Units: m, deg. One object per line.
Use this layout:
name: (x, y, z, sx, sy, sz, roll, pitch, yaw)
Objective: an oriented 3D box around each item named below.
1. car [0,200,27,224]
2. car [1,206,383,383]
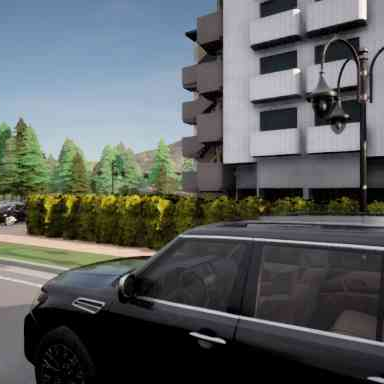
car: (-11.861, 1.504, 23.480, 1.837, 1.490, 4.892, 0, 0, 33)
car: (0.773, 1.221, 3.121, 5.566, 2.045, 2.150, 0, 0, 34)
